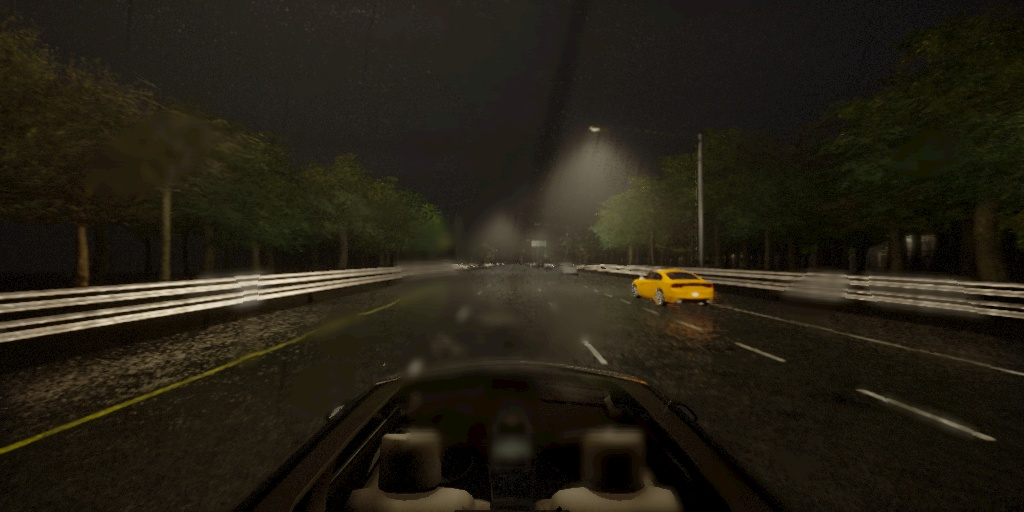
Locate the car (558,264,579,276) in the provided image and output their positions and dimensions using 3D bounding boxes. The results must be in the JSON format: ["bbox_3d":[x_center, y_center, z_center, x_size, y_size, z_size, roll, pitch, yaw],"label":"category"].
[{"bbox_3d":[7.101,1.775,44.986,1.812,1.442,4.674,0,-1,0],"label":"car"}]

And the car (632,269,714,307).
[{"bbox_3d":[7.013,1.343,16.196,1.882,1.535,5.008,0,-1,0],"label":"car"}]
